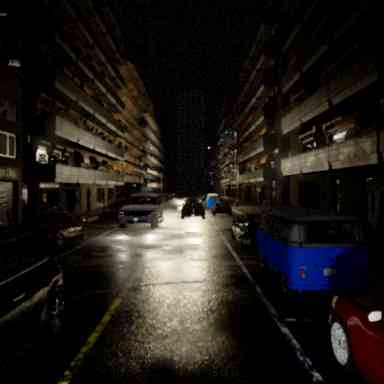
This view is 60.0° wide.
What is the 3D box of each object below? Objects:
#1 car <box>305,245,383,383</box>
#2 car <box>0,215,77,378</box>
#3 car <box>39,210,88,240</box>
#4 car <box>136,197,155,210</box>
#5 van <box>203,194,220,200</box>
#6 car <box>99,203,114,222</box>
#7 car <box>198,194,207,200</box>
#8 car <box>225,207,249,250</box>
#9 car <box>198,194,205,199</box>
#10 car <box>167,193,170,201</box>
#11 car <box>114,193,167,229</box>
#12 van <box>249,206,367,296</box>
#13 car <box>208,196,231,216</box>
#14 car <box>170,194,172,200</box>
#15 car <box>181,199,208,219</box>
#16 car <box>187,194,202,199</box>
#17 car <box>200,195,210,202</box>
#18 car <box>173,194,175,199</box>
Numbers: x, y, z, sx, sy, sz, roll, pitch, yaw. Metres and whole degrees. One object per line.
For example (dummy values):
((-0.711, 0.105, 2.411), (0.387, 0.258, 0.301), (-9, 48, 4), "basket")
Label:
((2.682, 1.533, 2.755), (1.887, 1.381, 4.507), (0, 0, 0), "car")
((-3.087, 1.337, 3.492), (2.097, 1.767, 4.553), (0, 0, 0), "car")
((-5.702, 1.487, 13.812), (1.887, 1.381, 4.507), (0, 0, 0), "car")
((-5.710, 1.360, 41.260), (1.752, 1.417, 4.829), (0, 0, 0), "car")
((2.669, 1.175, 41.419), (1.690, 1.788, 3.998), (-1, 0, 0), "van")
((-5.705, 1.480, 24.859), (1.802, 1.307, 4.206), (0, 0, 0), "car")
((2.660, 1.225, 85.606), (2.008, 1.369, 4.403), (-1, 0, 0), "car")
((2.679, 1.508, 13.802), (1.947, 1.339, 4.313), (0, 0, 0), "car")
((2.658, 1.181, 91.300), (1.752, 1.417, 4.829), (-1, 0, 0), "car")
((-5.715, 1.297, 63.523), (1.887, 1.381, 4.507), (0, 0, 0), "car")
((-3.092, 1.133, 21.087), (2.150, 2.045, 5.566), (0, 0, 0), "car")
((2.679, 1.306, 8.278), (1.690, 1.788, 3.998), (0, 0, 0), "van")
((2.674, 1.401, 30.542), (1.752, 1.417, 4.829), (-1, 0, 0), "car")
((-5.717, 1.278, 69.047), (1.887, 1.381, 4.507), (-1, 0, 0), "car")
((0.093, 1.489, 27.360), (1.895, 1.301, 4.718), (0, 0, 0), "car")
((0.083, 1.348, 44.586), (1.812, 1.442, 4.674), (0, 0, 0), "car")
((2.664, 1.283, 69.035), (2.008, 1.369, 4.403), (-1, 0, 0), "car")
((-5.721, 1.134, 80.093), (1.967, 1.590, 4.097), (-1, 0, 0), "car")
